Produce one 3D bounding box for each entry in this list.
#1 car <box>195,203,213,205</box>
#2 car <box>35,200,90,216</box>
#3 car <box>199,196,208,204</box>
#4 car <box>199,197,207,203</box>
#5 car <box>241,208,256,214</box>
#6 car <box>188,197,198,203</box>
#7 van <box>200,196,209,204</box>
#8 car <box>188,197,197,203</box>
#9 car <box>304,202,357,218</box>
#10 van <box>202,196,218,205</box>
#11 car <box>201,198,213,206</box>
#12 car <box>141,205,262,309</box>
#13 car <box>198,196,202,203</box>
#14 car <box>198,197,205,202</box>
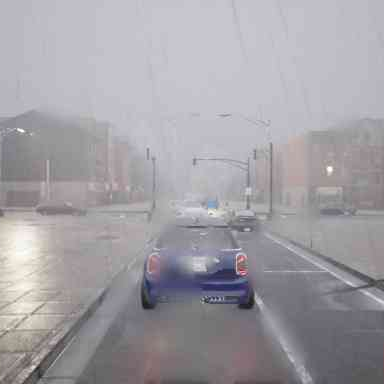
[{"bbox_3d":[0.147,1.546,17.831,1.812,1.442,4.674,0,0,1],"label":"car"},{"bbox_3d":[-11.688,1.458,30.150,4.674,1.442,1.812,1,1,2],"label":"car"},{"bbox_3d":[2.696,1.824,76.783,1.967,1.590,4.097,-1,-1,0],"label":"car"},{"bbox_3d":[2.704,1.982,82.072,1.887,1.381,4.507,-1,-1,0],"label":"car"},{"bbox_3d":[2.644,1.572,18.083,2.008,1.369,4.403,-1,0,0],"label":"car"},{"bbox_3d":[0.081,1.970,75.923,1.895,1.301,4.718,0,-1,0],"label":"car"},{"bbox_3d":[2.689,1.674,71.494,1.690,1.788,3.998,-1,-1,0],"label":"van"},{"bbox_3d":[0.089,2.003,85.890,2.128,1.511,4.902,0,-1,0],"label":"car"},{"bbox_3d":[13.708,1.722,33.025,4.902,1.511,2.128,1,1,0],"label":"car"},{"bbox_3d":[2.665,1.474,45.042,1.690,1.788,3.998,-1,0,0],"label":"van"},{"bbox_3d":[2.684,1.793,60.911,2.008,1.369,4.403,-1,-1,0],"label":"car"},{"bbox_3d":[0.106,1.355,8.011,2.097,1.767,4.553,0,0,0],"label":"car"},{"bbox_3d":[2.674,1.516,55.624,2.192,1.841,5.009,-1,0,0],"label":"car"},{"bbox_3d":[2.715,2.138,92.651,1.802,1.307,4.206,-2,-1,0],"label":"car"}]
